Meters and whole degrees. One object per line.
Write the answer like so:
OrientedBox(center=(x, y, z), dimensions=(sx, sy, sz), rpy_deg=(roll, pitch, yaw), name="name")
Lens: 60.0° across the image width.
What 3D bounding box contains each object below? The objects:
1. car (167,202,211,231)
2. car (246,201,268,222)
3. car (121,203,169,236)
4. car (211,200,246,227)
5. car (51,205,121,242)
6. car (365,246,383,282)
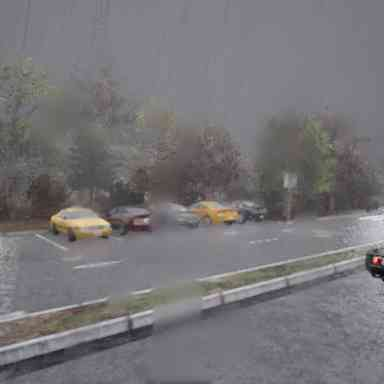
OrientedBox(center=(-1.375, 1.414, 20.289), dimensions=(2.231, 1.521, 4.892), rpy_deg=(-1, 1, -36), name="car")
OrientedBox(center=(3.111, 1.329, 23.484), dimensions=(2.231, 1.521, 4.892), rpy_deg=(-1, 1, -36), name="car")
OrientedBox(center=(-3.625, 1.483, 18.707), dimensions=(2.163, 1.488, 4.792), rpy_deg=(-1, 0, -36), name="car")
OrientedBox(center=(0.870, 1.372, 21.881), dimensions=(2.097, 1.535, 5.008), rpy_deg=(-1, 1, -36), name="car")
OrientedBox(center=(-5.745, 1.484, 16.926), dimensions=(1.946, 1.575, 5.366), rpy_deg=(-1, 0, -36), name="car")
OrientedBox(center=(6.185, 1.465, 7.900), dimensions=(4.718, 1.301, 1.895), rpy_deg=(-1, 1, -35), name="car")
